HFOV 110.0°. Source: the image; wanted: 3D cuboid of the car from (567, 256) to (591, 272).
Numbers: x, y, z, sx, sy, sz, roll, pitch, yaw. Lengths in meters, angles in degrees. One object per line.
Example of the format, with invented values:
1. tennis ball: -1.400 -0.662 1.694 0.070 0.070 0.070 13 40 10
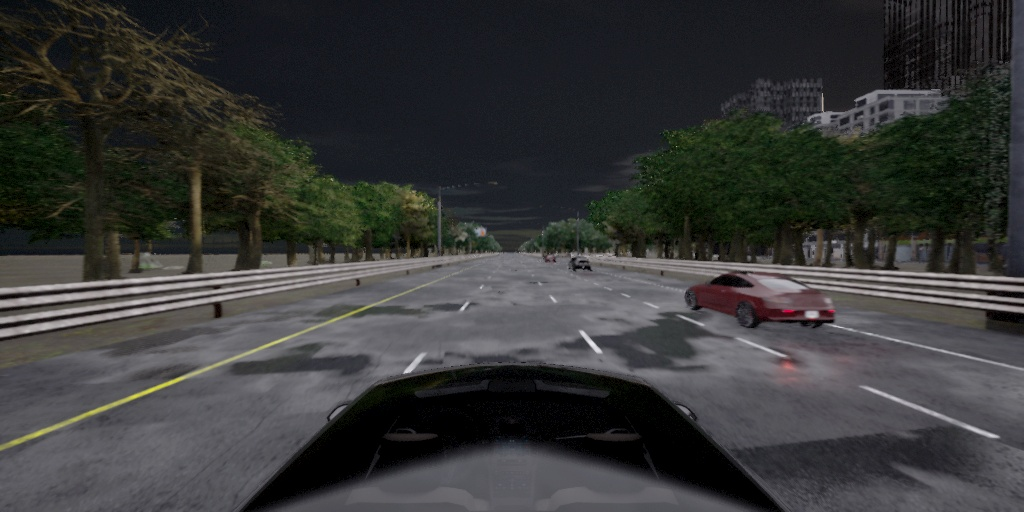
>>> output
1. car: 7.015 0.826 37.700 1.837 1.490 4.892 0 1 0

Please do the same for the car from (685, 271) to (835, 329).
1. car: 7.002 1.170 10.668 1.812 1.442 4.674 0 1 0
